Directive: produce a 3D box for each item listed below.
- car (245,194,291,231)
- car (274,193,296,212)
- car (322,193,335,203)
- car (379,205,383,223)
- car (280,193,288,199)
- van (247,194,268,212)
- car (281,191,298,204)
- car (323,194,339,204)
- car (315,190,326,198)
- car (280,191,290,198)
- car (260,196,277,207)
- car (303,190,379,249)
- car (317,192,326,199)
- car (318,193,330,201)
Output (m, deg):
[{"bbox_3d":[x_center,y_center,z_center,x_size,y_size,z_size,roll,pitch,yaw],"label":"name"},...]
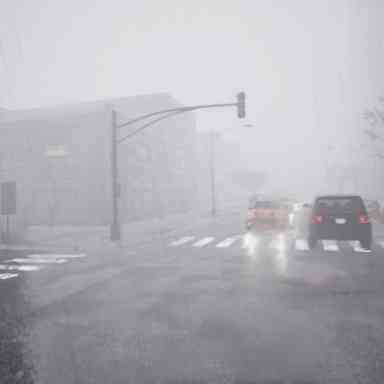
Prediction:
[{"bbox_3d":[4.494,1.223,19.680,2.097,1.767,4.553,-1,0,19],"label":"car"},{"bbox_3d":[9.522,1.216,34.660,1.882,1.535,5.008,-1,0,19],"label":"car"},{"bbox_3d":[22.119,0.964,54.018,1.752,1.417,4.829,0,0,19],"label":"car"},{"bbox_3d":[11.516,1.157,22.368,1.967,1.590,4.097,0,0,19],"label":"car"},{"bbox_3d":[22.859,0.901,82.609,1.752,1.417,4.829,0,0,19],"label":"car"},{"bbox_3d":[7.092,1.130,35.539,1.690,1.788,3.998,0,0,19],"label":"van"},{"bbox_3d":[15.827,0.924,53.225,2.097,1.767,4.553,-1,0,19],"label":"car"},{"bbox_3d":[20.361,1.011,48.771,1.752,1.417,4.829,0,0,19],"label":"car"},{"bbox_3d":[30.853,0.525,80.096,2.192,1.841,5.009,0,0,19],"label":"car"},{"bbox_3d":[24.670,0.643,88.016,2.192,1.841,5.009,0,0,19],"label":"car"},{"bbox_3d":[10.609,1.278,46.036,1.802,1.307,4.206,0,0,19],"label":"car"},{"bbox_3d":[5.947,1.071,13.951,2.150,2.045,5.566,-1,0,19],"label":"car"},{"bbox_3d":[29.151,0.780,75.010,1.752,1.417,4.829,0,0,19],"label":"car"},{"bbox_3d":[25.581,0.893,64.354,1.887,1.381,4.507,0,0,19],"label":"car"}]
